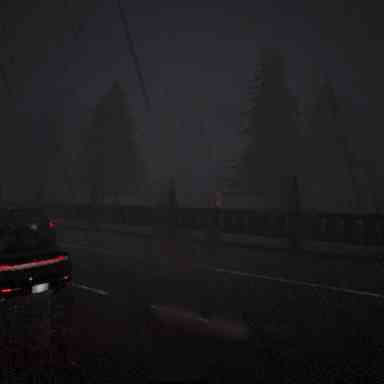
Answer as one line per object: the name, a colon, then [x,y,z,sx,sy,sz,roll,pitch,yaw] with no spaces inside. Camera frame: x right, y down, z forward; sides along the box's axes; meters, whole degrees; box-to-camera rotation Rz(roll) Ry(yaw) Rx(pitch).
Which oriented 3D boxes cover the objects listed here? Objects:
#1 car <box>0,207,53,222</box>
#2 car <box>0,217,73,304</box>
car: [-7.813,1.393,14.099,4.553,1.767,2.097,0,0,36]
car: [-4.668,1.513,7.424,4.902,1.511,2.128,0,0,36]
